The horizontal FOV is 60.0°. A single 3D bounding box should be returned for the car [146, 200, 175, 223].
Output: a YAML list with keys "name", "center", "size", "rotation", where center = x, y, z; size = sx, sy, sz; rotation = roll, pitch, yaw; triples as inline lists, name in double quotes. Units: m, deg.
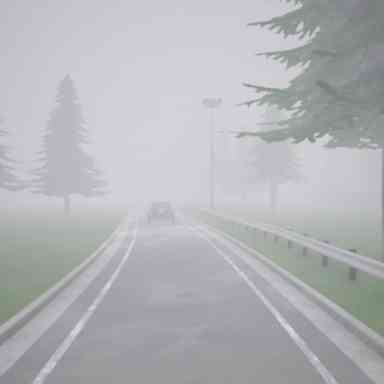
- name: "car"
  center: [-2.549, 1.466, 26.645]
  size: [2.097, 1.767, 4.553]
  rotation: [0, 0, -8]

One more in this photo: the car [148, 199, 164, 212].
- name: "car"
  center: [-4.682, 1.736, 43.558]
  size: [2.033, 1.411, 5.357]
  rotation: [0, 0, -6]
